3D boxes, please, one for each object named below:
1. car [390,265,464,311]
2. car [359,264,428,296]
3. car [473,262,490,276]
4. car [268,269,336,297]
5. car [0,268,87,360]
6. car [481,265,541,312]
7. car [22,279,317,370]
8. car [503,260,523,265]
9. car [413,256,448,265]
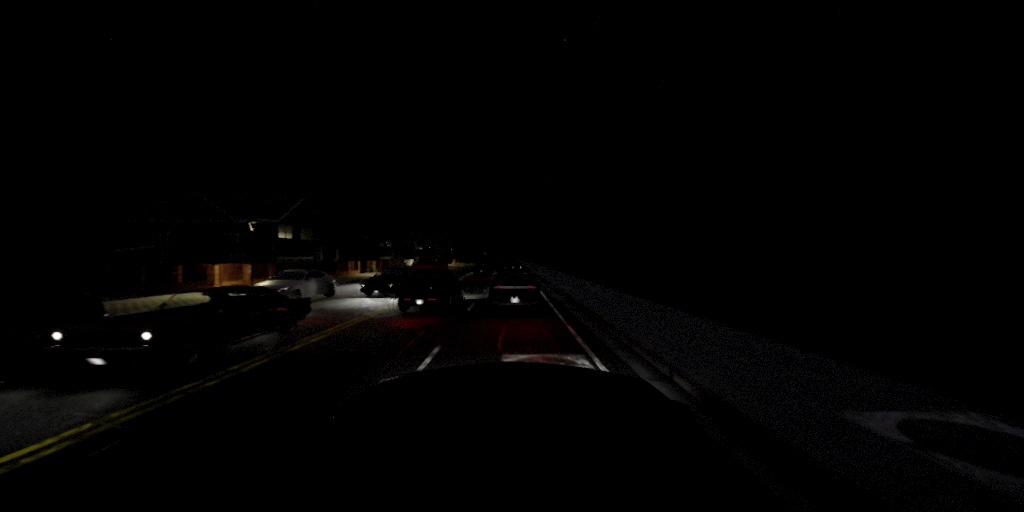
[{"bbox_3d":[-3.148,1.294,14.611,1.837,1.490,4.892,0,0,0],"label":"car"},{"bbox_3d":[-6.571,1.352,20.085,2.033,1.411,5.357,0,0,1],"label":"car"},{"bbox_3d":[-3.160,1.386,39.392,1.812,1.442,4.674,0,0,0],"label":"car"},{"bbox_3d":[-9.837,1.320,16.475,1.812,1.442,4.674,0,0,0],"label":"car"},{"bbox_3d":[-9.844,1.115,5.862,2.097,1.767,4.553,0,0,0],"label":"car"},{"bbox_3d":[0.101,1.280,14.473,2.128,1.511,4.902,0,0,0],"label":"car"},{"bbox_3d":[-6.595,1.370,7.906,1.895,1.301,4.718,0,0,0],"label":"car"},{"bbox_3d":[0.106,1.208,38.127,2.097,1.767,4.553,0,0,0],"label":"car"},{"bbox_3d":[-6.496,1.035,28.610,2.150,2.045,5.566,0,0,0],"label":"car"}]
